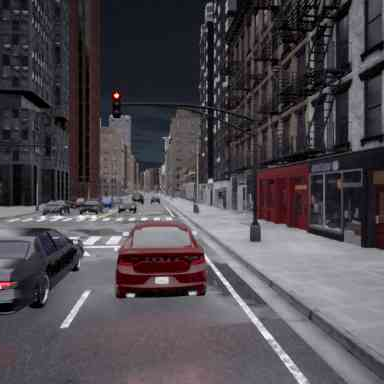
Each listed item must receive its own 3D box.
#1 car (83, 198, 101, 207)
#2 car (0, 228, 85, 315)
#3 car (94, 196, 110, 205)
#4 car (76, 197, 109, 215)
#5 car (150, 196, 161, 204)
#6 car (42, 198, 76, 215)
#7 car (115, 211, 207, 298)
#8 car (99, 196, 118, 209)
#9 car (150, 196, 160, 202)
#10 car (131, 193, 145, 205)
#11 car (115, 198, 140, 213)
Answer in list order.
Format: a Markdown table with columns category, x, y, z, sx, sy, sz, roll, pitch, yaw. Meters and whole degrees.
| category | x | y | z | sx | sy | sz | roll | pitch | yaw |
| --- | --- | --- | --- | --- | --- | --- | --- | --- | --- |
| car | -15.666 | 1.622 | 52.269 | 1.895 | 1.301 | 4.718 | 0 | 0 | -6 |
| car | -3.912 | 1.547 | 7.720 | 2.033 | 1.411 | 5.357 | 0 | 0 | -6 |
| car | -16.762 | 1.517 | 62.212 | 2.128 | 1.511 | 4.902 | 0 | 0 | -6 |
| car | -10.464 | 1.558 | 34.987 | 2.033 | 1.411 | 5.357 | 0 | 0 | -6 |
| car | -7.138 | 1.532 | 65.182 | 1.837 | 1.490 | 4.892 | 0 | 0 | -6 |
| car | -13.581 | 1.515 | 33.650 | 1.837 | 1.490 | 4.892 | 0 | 0 | -6 |
| car | -0.806 | 1.477 | 8.591 | 1.882 | 1.535 | 5.008 | 0 | 0 | -6 |
| car | -11.538 | 1.494 | 44.630 | 1.882 | 1.535 | 5.008 | 0 | 0 | -6 |
| car | -8.403 | 1.571 | 75.484 | 2.033 | 1.411 | 5.357 | 0 | 0 | -6 |
| car | -9.952 | 1.247 | 61.165 | 2.150 | 2.045 | 5.566 | 0 | 0 | -7 |
| car | -7.175 | 1.613 | 37.482 | 1.895 | 1.301 | 4.718 | 0 | 0 | -8 |
